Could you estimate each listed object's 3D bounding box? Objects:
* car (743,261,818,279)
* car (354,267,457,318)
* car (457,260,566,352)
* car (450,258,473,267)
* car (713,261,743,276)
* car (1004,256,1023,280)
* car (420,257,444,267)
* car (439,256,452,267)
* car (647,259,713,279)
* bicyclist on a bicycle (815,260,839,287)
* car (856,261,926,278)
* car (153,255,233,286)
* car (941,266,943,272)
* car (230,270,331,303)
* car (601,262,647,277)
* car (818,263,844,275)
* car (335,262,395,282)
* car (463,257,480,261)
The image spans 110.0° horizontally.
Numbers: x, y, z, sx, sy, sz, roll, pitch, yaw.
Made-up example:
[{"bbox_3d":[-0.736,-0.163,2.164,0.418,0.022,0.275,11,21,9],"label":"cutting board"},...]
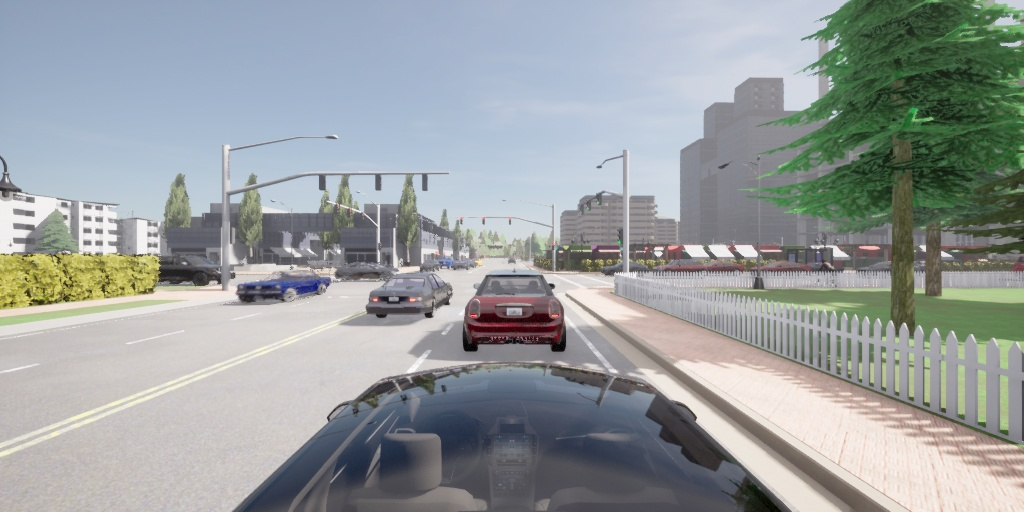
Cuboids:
[{"bbox_3d":[24.288,1.228,32.571,5.008,1.535,1.882,0,0,-1],"label":"car"},{"bbox_3d":[-3.420,1.297,12.924,2.033,1.411,5.357,0,0,0],"label":"car"},{"bbox_3d":[0.063,1.102,9.089,2.097,1.767,4.553,0,0,0],"label":"car"},{"bbox_3d":[-7.107,1.314,51.095,1.994,1.385,4.181,0,0,0],"label":"car"},{"bbox_3d":[20.551,1.227,35.981,5.008,1.535,1.882,0,0,-1],"label":"car"},{"bbox_3d":[44.762,0.972,29.393,5.566,2.045,2.150,0,0,-1],"label":"car"},{"bbox_3d":[-10.608,1.255,46.518,1.837,1.490,4.892,0,0,0],"label":"car"},{"bbox_3d":[-10.601,0.971,56.380,2.150,2.045,5.566,0,0,0],"label":"car"},{"bbox_3d":[15.075,1.102,32.339,4.553,1.767,2.097,0,0,-1],"label":"car"},{"bbox_3d":[18.789,1.052,21.448,0.582,1.620,1.656,0,0,-1],"label":"bicyclist on a bicycle"},{"bbox_3d":[34.349,1.255,32.816,4.892,1.490,1.837,0,0,-1],"label":"car"},{"bbox_3d":[-22.080,0.971,24.338,5.566,2.045,2.150,0,0,-1],"label":"car"},{"bbox_3d":[40.674,1.241,36.454,4.902,1.511,2.128,0,0,-1],"label":"car"},{"bbox_3d":[-10.360,1.351,16.639,1.895,1.301,4.718,0,0,-4],"label":"car"},{"bbox_3d":[11.226,1.276,35.726,4.674,1.442,1.812,0,0,-1],"label":"car"},{"bbox_3d":[30.449,1.351,36.227,4.718,1.301,1.895,0,0,-1],"label":"car"},{"bbox_3d":[-11.272,1.242,28.239,4.902,1.511,2.128,0,0,-1],"label":"car"},{"bbox_3d":[-7.092,1.297,60.338,2.033,1.411,5.357,0,0,0],"label":"car"}]
